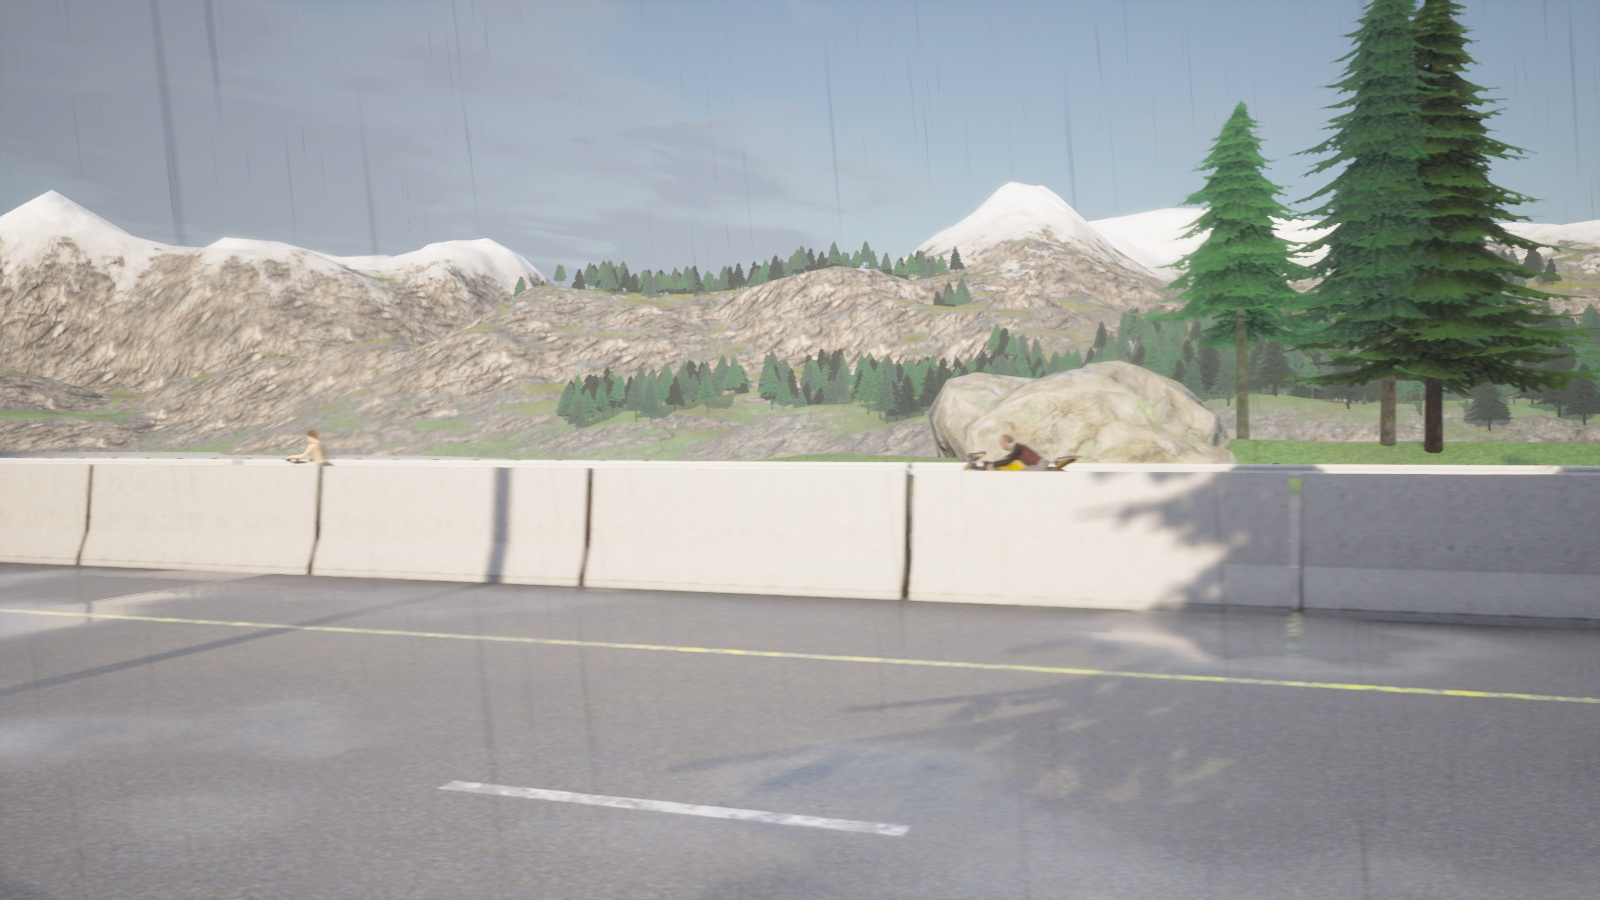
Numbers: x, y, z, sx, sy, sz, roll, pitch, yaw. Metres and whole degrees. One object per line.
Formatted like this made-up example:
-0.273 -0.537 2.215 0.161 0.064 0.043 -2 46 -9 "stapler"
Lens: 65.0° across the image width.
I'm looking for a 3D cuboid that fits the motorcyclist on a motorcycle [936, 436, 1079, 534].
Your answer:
3.397 0.546 20.514 2.191 1.530 0.866 1 1 19 "motorcyclist on a motorcycle"
